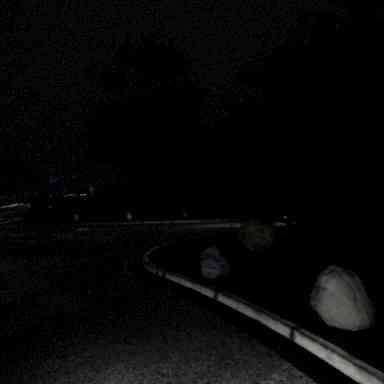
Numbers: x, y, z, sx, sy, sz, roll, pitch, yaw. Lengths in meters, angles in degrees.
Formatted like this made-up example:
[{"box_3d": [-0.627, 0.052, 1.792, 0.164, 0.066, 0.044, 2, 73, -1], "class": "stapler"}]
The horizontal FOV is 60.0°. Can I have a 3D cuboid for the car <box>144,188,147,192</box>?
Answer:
[{"box_3d": [-10.079, -0.014, 51.858, 5.008, 1.535, 2.097, -1, 3, -3], "class": "car"}]

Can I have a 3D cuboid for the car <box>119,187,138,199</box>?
[{"box_3d": [-9.579, 0.519, 40.781, 4.892, 1.521, 2.231, -1, 3, -3], "class": "car"}]

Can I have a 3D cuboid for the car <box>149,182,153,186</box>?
[{"box_3d": [-11.069, -1.069, 74.016, 4.892, 1.521, 2.231, -1, 3, -3], "class": "car"}]

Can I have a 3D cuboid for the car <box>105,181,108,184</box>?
[{"box_3d": [-24.613, -1.407, 83.753, 5.008, 1.535, 2.097, -1, 3, -3], "class": "car"}]

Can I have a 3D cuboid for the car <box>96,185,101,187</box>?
[{"box_3d": [-15.442, -0.246, 60.260, 1.895, 1.301, 4.718, -1, 3, -3], "class": "car"}]

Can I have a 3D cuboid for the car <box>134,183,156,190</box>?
[{"box_3d": [-11.321, -1.334, 79.556, 5.008, 1.535, 2.097, -1, 3, -3], "class": "car"}]

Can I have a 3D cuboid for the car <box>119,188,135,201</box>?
[{"box_3d": [-9.418, 0.681, 38.015, 4.792, 1.488, 2.163, -1, 3, -3], "class": "car"}]

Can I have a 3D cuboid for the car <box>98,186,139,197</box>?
[{"box_3d": [-9.692, 0.384, 43.550, 5.008, 1.535, 2.097, -1, 3, -3], "class": "car"}]

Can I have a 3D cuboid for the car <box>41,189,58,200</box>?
[{"box_3d": [-18.060, 0.414, 41.981, 2.097, 1.767, 4.553, -1, 3, -2], "class": "car"}]

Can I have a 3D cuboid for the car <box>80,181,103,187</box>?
[{"box_3d": [-18.918, -0.576, 62.905, 2.097, 1.767, 4.553, -1, 3, -3], "class": "car"}]

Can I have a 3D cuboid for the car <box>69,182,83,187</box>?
[{"box_3d": [-24.133, -1.125, 72.551, 5.566, 2.045, 2.435, -1, 3, -3], "class": "car"}]

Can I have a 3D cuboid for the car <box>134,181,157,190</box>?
[{"box_3d": [-11.483, -1.716, 82.312, 5.566, 2.045, 2.435, -1, 3, -3], "class": "car"}]

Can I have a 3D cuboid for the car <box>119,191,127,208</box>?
[{"box_3d": [-9.167, 0.949, 32.476, 4.792, 1.488, 2.163, -1, 3, -3], "class": "car"}]

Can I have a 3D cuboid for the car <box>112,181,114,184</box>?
[{"box_3d": [-24.958, -1.789, 92.150, 4.792, 1.488, 2.163, -1, 3, -3], "class": "car"}]

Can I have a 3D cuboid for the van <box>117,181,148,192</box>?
[{"box_3d": [-10.210, -0.505, 57.393, 4.442, 1.987, 1.878, -1, 3, -3], "class": "van"}]

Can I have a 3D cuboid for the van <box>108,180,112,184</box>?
[{"box_3d": [-24.747, -1.907, 89.344, 4.442, 1.987, 1.878, -1, 3, -3], "class": "van"}]

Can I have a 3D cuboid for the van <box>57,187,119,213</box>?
[{"box_3d": [-9.191, 0.829, 29.689, 4.442, 1.987, 1.878, -1, 3, -3], "class": "van"}]

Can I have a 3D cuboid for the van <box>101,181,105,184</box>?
[{"box_3d": [-24.367, -1.501, 80.951, 4.442, 1.987, 1.878, -1, 3, -3], "class": "van"}]

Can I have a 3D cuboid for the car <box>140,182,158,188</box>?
[{"box_3d": [-11.982, -1.976, 93.402, 4.792, 1.488, 2.163, -1, 3, -3], "class": "car"}]

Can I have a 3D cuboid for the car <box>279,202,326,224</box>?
[{"box_3d": [7.706, 1.134, 19.824, 4.718, 1.301, 1.895, -2, 0, -3], "class": "car"}]

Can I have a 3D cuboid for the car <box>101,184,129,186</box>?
[{"box_3d": [-9.793, 0.126, 46.315, 4.553, 1.767, 2.185, -1, 3, -3], "class": "car"}]

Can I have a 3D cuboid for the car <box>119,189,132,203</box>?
[{"box_3d": [-9.508, 0.784, 35.236, 5.366, 1.575, 1.946, -1, 3, -3], "class": "car"}]
